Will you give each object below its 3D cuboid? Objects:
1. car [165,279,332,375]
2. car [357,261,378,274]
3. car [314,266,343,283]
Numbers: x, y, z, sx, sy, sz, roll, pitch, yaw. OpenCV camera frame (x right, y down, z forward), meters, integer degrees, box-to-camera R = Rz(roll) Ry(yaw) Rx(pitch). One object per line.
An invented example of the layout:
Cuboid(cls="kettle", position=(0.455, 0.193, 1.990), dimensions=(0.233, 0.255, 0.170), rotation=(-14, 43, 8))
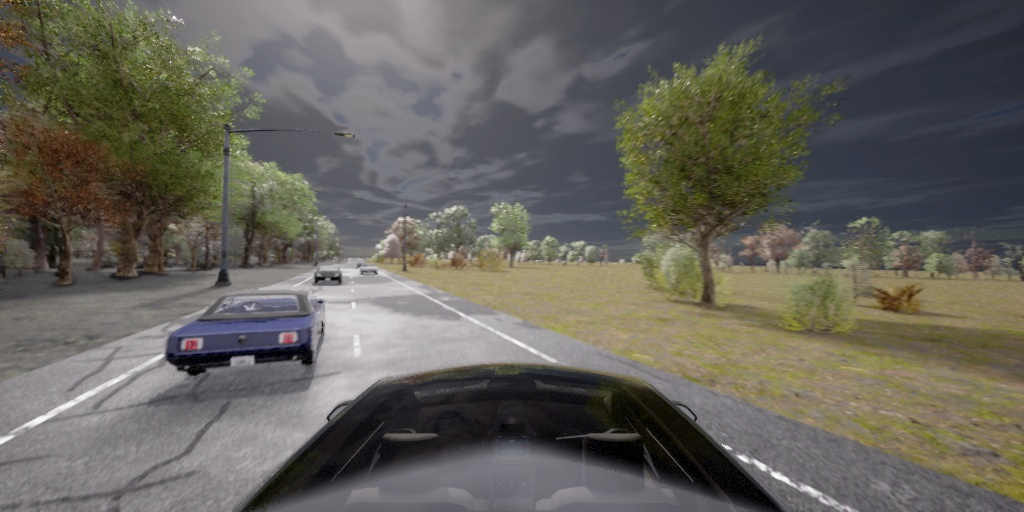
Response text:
Cuboid(cls="car", position=(-5.043, 1.341, 7.550), dimensions=(1.895, 1.301, 4.718), rotation=(1, -1, -24))
Cuboid(cls="car", position=(-17.486, 1.535, 43.717), dimensions=(1.895, 1.301, 4.718), rotation=(1, -1, -24))
Cuboid(cls="car", position=(-14.380, 1.422, 28.294), dimensions=(1.895, 1.301, 4.718), rotation=(1, -1, -24))
